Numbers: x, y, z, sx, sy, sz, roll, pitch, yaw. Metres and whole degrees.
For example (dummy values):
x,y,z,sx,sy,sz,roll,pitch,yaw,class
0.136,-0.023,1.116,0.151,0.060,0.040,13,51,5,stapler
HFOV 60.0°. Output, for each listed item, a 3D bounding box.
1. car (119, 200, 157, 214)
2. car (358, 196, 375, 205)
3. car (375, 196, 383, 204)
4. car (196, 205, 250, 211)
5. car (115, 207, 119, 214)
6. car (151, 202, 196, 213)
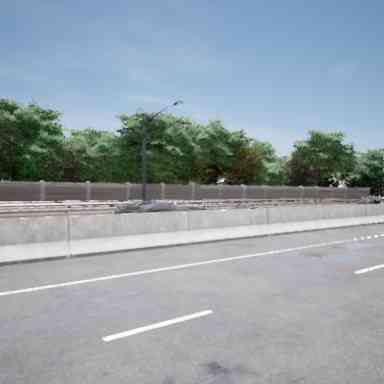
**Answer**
x,y,z,sx,sy,sz,roll,pitch,yaw,class
-2.970,1.565,27.682,5.357,1.411,2.033,0,0,-36,car
29.687,1.471,55.341,4.553,1.767,2.097,0,0,-35,car
31.078,1.643,52.052,4.674,1.442,1.812,0,0,-35,car
2.708,1.585,23.138,4.181,1.385,1.994,0,0,-36,car
-4.653,1.521,30.783,4.892,1.490,1.837,-1,0,-36,car
-0.415,1.620,25.208,4.718,1.301,1.895,0,0,-36,car
